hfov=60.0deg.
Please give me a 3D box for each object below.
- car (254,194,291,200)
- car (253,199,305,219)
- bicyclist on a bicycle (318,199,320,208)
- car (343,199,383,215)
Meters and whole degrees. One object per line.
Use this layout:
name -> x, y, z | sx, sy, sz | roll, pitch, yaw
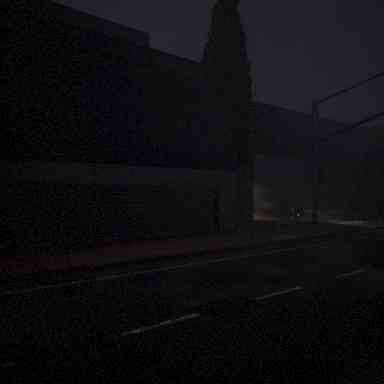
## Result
car -> 8.695, 1.221, 34.158 | 2.150, 2.045, 5.566 | 0, 0, -36
car -> 7.632, 1.601, 29.727 | 1.895, 1.301, 4.718 | 0, 0, -37
bicyclist on a bicycle -> 16.223, 1.303, 43.263 | 1.656, 1.620, 0.582 | 0, 0, -37
car -> 17.794, 1.504, 33.628 | 1.837, 1.490, 4.892 | -2, 1, -36
